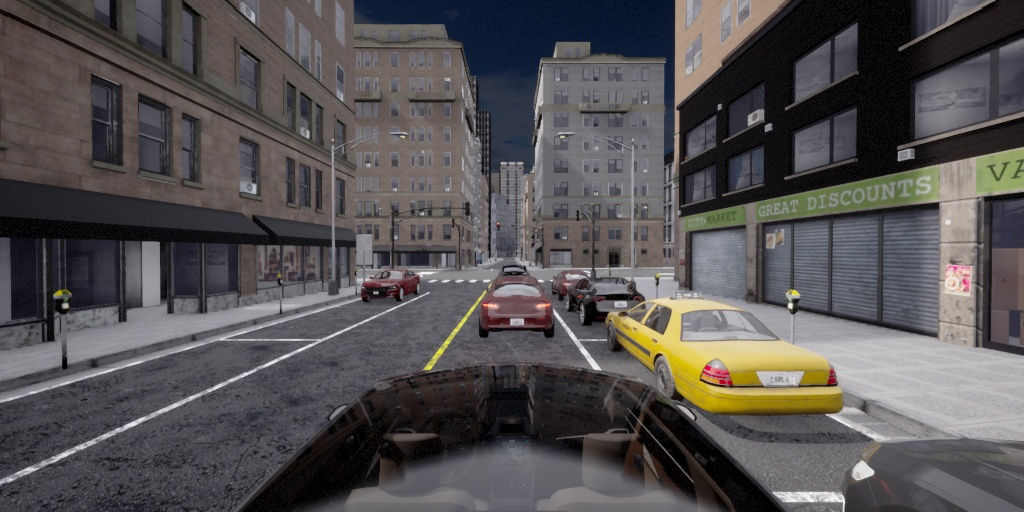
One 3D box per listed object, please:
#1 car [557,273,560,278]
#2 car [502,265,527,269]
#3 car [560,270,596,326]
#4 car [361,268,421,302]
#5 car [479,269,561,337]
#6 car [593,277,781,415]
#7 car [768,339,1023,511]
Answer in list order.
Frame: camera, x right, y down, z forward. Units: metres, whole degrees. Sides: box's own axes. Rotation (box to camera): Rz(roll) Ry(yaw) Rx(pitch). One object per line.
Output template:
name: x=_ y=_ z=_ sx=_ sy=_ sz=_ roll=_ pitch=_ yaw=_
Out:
car: x=2.892 y=1.327 z=17.149 sx=1.802 sy=1.307 sz=4.207 roll=0 pitch=0 yaw=0
car: x=0.119 y=1.249 z=20.407 sx=1.837 sy=1.490 sz=4.892 roll=0 pitch=0 yaw=0
car: x=2.885 y=1.313 z=11.563 sx=1.948 sy=1.339 sz=4.313 roll=0 pitch=0 yaw=0
car: x=-5.653 y=1.290 z=17.156 sx=1.888 sy=1.381 sz=4.507 roll=0 pitch=0 yaw=0
car: x=0.103 y=1.273 z=10.128 sx=1.812 sy=1.442 sz=4.674 roll=0 pitch=0 yaw=0
car: x=2.879 y=1.274 z=6.147 sx=1.751 sy=1.417 sz=4.829 roll=0 pitch=0 yaw=0
car: x=2.872 y=1.301 z=0.391 sx=2.007 sy=1.370 sz=4.403 roll=0 pitch=0 yaw=0
